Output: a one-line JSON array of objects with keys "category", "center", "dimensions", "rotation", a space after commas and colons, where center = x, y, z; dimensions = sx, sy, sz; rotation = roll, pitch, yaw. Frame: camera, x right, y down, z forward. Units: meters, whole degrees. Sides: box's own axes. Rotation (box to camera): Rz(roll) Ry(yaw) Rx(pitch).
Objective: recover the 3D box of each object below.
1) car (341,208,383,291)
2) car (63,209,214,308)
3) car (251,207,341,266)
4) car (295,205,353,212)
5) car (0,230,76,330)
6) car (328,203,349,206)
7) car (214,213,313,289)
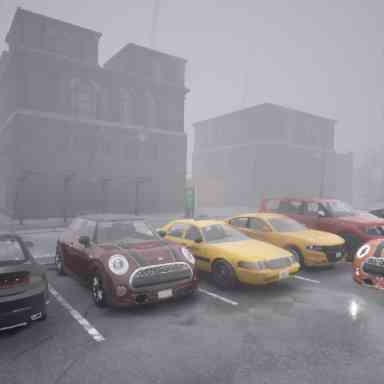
[{"category": "car", "center": [5.917, 1.354, 8.060], "dimensions": [4.553, 1.767, 2.097], "rotation": [0, 0, -35]}, {"category": "car", "center": [-1.810, 1.355, 8.187], "dimensions": [2.185, 1.767, 4.553], "rotation": [0, 0, -35]}, {"category": "car", "center": [2.641, 1.481, 11.317], "dimensions": [2.097, 1.535, 5.008], "rotation": [0, 0, -35]}, {"category": "car", "center": [7.180, 1.522, 14.539], "dimensions": [2.002, 1.452, 4.674], "rotation": [0, 0, -35]}, {"category": "car", "center": [-4.159, 1.481, 6.471], "dimensions": [2.231, 1.521, 4.892], "rotation": [0, 0, -35]}, {"category": "car", "center": [9.435, 1.507, 16.175], "dimensions": [2.163, 1.488, 4.792], "rotation": [0, 0, -35]}, {"category": "car", "center": [0.482, 1.478, 9.550], "dimensions": [1.946, 1.575, 5.366], "rotation": [0, 0, -35]}]
